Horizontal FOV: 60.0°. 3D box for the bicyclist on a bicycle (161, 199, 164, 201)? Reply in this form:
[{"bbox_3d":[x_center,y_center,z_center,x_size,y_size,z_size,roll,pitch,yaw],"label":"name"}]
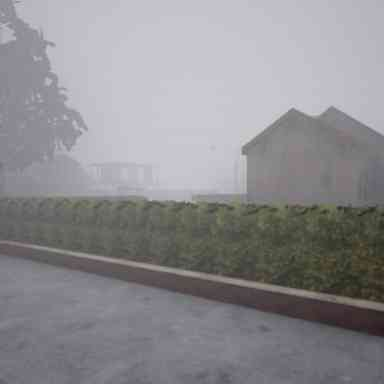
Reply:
[{"bbox_3d":[-2.164,1.339,25.712,1.656,1.620,0.582,0,0,35],"label":"bicyclist on a bicycle"}]
